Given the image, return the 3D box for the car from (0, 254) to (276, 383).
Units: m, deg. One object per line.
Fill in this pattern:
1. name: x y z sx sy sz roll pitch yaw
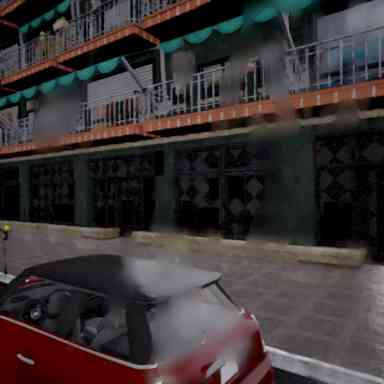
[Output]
1. car: -1.281 1.456 3.786 4.097 1.590 1.967 0 0 35
